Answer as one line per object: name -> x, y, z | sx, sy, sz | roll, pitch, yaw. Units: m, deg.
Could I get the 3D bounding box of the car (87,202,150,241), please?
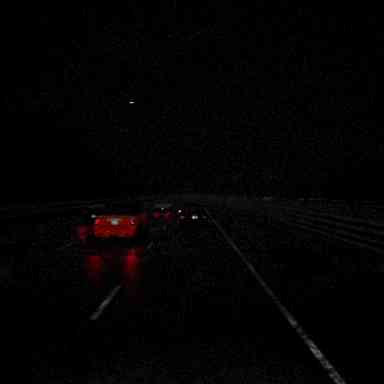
car -> -3.405, 1.361, 16.742 | 2.097, 1.767, 4.553 | 0, 0, 0

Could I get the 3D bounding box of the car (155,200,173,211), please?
car -> -3.406, 1.646, 40.979 | 1.895, 1.301, 4.718 | 0, 0, 0

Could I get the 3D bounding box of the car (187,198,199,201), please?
car -> 0.094, 1.525, 42.313 | 1.882, 1.535, 5.008 | 0, 0, 0

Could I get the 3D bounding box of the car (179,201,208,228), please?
car -> 0.099, 1.563, 22.403 | 2.033, 1.411, 5.357 | 0, 0, 0

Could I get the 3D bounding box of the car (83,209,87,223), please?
car -> -6.907, 1.514, 25.495 | 1.812, 1.442, 4.674 | 0, 0, 0

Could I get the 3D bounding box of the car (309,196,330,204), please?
car -> 27.172, 1.741, 70.672 | 2.033, 1.649, 4.856 | 0, 0, -24
